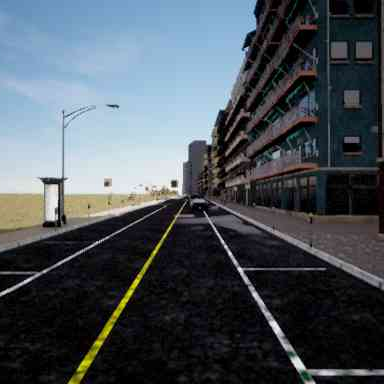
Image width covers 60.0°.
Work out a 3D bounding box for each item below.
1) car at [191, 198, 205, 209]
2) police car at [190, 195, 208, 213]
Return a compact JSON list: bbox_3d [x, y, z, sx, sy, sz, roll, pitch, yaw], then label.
[{"bbox_3d":[0.824,1.574,47.452,1.837,1.490,4.892,0,0,0],"label":"car"},{"bbox_3d":[0.825,1.449,37.561,1.930,1.638,5.238,0,0,0],"label":"police car"}]
